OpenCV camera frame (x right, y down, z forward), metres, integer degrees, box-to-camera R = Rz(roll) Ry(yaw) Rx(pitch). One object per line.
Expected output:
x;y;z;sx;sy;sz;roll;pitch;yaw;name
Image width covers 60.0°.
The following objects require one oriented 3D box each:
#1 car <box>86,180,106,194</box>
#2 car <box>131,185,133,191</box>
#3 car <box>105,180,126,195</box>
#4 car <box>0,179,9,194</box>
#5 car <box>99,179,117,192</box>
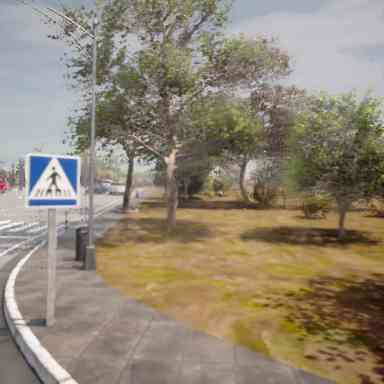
-15.039;-0.616;52.335;2.097;1.767;4.553;2;3;-3;car
-12.200;-0.890;62.530;2.128;1.511;4.902;2;3;-3;car
-11.512;-0.614;51.914;2.150;2.045;5.566;2;3;-3;car
-26.677;-0.725;44.399;2.150;2.045;5.566;2;3;-3;car
-15.685;-1.262;62.334;2.150;2.045;5.566;2;3;-3;car
